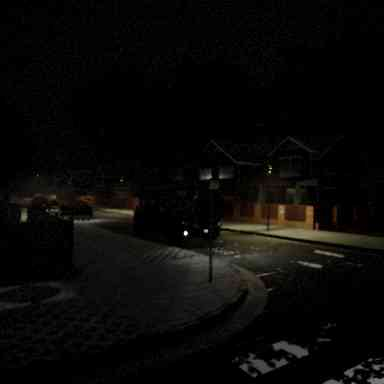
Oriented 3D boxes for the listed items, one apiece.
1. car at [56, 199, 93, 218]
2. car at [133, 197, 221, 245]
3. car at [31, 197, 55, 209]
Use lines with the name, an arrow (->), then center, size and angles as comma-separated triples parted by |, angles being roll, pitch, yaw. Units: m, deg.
car -> -10.368, 1.447, 29.753 | 1.882, 1.535, 5.008 | 1, 0, -35
car -> -0.957, 1.267, 16.301 | 2.150, 2.045, 5.566 | 1, 0, -35
car -> -19.468, 1.404, 42.871 | 1.837, 1.490, 4.892 | 1, -1, -35
